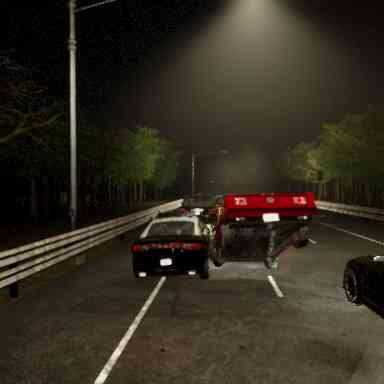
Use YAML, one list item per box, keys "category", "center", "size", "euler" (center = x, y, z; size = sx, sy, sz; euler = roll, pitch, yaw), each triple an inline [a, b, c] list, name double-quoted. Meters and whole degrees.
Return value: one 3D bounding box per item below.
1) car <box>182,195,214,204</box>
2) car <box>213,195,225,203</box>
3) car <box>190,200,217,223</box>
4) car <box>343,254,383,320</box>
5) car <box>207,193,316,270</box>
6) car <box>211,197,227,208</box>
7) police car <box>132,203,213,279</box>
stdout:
- category: "car"
  center: [0.508, 1.183, 20.036]
  size: [2.150, 2.045, 5.566]
  euler: [0, 0, 5]
- category: "car"
  center: [5.215, 1.363, 64.249]
  size: [2.128, 1.511, 4.902]
  euler: [0, 0, 5]
- category: "car"
  center: [0.991, 1.427, 25.988]
  size: [1.882, 1.535, 5.008]
  euler: [0, 0, 5]
- category: "car"
  center: [4.081, 1.551, 5.340]
  size: [1.994, 1.385, 4.181]
  euler: [0, 0, 4]
- category: "car"
  center: [1.573, 1.096, 8.825]
  size: [1.895, 1.301, 4.718]
  euler: [-1, -23, -1]
- category: "car"
  center: [3.765, 1.455, 46.423]
  size: [2.033, 1.411, 5.357]
  euler: [0, 0, 5]
- category: "police car"
  center: [-0.421, 1.394, 10.166]
  size: [1.930, 1.638, 5.238]
  euler: [-3, 0, 4]
